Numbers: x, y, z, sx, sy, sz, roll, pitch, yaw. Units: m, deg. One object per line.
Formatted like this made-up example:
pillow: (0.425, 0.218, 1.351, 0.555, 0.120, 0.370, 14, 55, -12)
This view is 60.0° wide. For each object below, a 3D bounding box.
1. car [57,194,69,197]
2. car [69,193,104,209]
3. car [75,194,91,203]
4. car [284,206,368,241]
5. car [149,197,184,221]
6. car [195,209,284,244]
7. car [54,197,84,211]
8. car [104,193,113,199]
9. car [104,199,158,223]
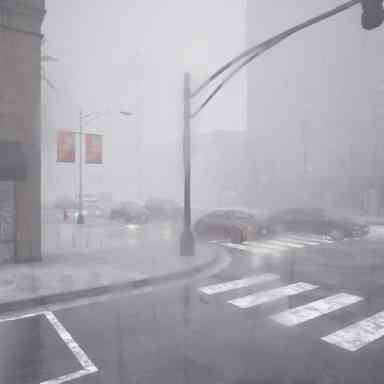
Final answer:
car: (-25.103, 1.246, 64.986, 2.097, 1.767, 4.553, 0, 0, -36)
car: (-13.830, 1.159, 43.475, 2.150, 2.045, 5.566, 0, 0, -36)
car: (-21.522, 1.242, 65.473, 2.097, 1.767, 4.553, 0, 0, -32)
car: (6.132, 1.490, 16.730, 4.892, 1.490, 1.837, 0, 1, 44)
car: (-2.309, 1.316, 27.432, 2.097, 1.767, 4.553, 0, 0, -36)
car: (1.957, 1.550, 15.943, 1.994, 1.385, 4.181, 0, 0, -36)
car: (-14.770, 1.544, 39.207, 1.895, 1.301, 4.718, 0, 0, -36)
car: (-15.480, 1.129, 57.179, 2.150, 2.045, 5.566, 0, 0, -36)
car: (-4.751, 1.495, 25.252, 1.812, 1.442, 4.674, 0, 1, -36)
